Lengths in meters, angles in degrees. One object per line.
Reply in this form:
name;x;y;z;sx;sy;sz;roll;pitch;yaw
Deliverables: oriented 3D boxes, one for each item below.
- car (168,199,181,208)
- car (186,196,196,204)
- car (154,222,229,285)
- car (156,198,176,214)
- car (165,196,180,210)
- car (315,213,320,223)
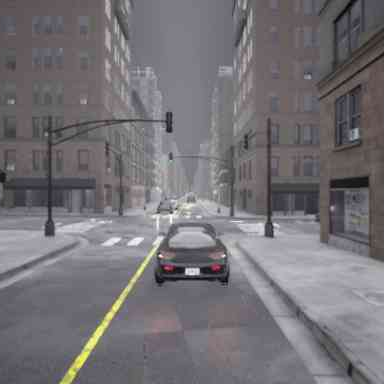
car;-3.208;2.036;60.912;2.033;1.411;5.357;0;0;0
car;-0.193;1.886;81.208;2.150;2.045;5.566;0;0;0
car;-0.020;1.591;9.609;1.812;1.442;4.674;0;0;-1
car;-3.207;1.819;40.279;1.837;1.490;4.892;0;0;-2
car;-3.214;1.620;50.336;2.150;2.045;5.566;0;0;0
car;12.295;1.892;26.282;5.008;1.535;1.882;1;0;-1
